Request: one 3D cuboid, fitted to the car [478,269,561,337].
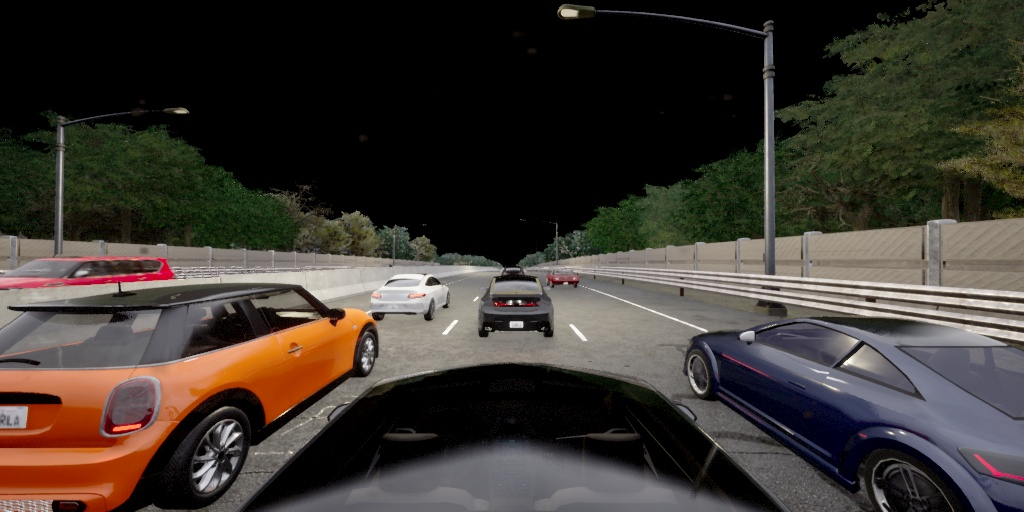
[{"bbox_3d":[0.098,1.289,10.350,1.837,1.490,4.892,0,0,0],"label":"car"}]

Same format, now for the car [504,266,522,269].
[{"bbox_3d":[0.090,1.538,28.348,1.837,1.490,4.892,0,-1,0],"label":"car"}]

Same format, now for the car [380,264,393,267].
[{"bbox_3d":[-21.021,2.113,59.392,2.097,1.767,4.553,0,-1,0],"label":"car"}]

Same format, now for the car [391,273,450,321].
[{"bbox_3d":[-3.403,1.327,12.585,1.812,1.442,4.674,0,-1,0],"label":"car"}]

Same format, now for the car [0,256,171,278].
[{"bbox_3d":[-14.103,1.014,11.648,2.150,2.045,5.566,0,0,0],"label":"car"}]

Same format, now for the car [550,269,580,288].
[{"bbox_3d":[3.591,1.593,26.271,1.895,1.301,4.718,0,-1,0],"label":"car"}]

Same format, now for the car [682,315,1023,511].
[{"bbox_3d":[3.600,1.316,3.801,1.994,1.385,4.181,0,0,0],"label":"car"}]

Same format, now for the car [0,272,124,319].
[{"bbox_3d":[-17.603,1.349,12.655,2.033,1.411,5.357,0,0,0],"label":"car"}]

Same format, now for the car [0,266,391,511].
[{"bbox_3d":[-3.403,1.107,4.528,2.097,1.767,4.553,0,0,0],"label":"car"}]
